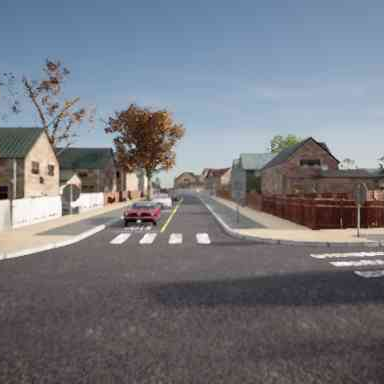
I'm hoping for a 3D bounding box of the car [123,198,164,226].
[{"bbox_3d":[-2.963,1.258,20.392,1.895,1.301,4.718,0,1,-2],"label":"car"}]

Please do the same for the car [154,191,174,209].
[{"bbox_3d":[-3.098,0.949,33.969,1.812,1.442,4.674,0,1,0],"label":"car"}]

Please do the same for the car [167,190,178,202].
[{"bbox_3d":[-3.169,0.521,48.930,2.097,1.767,4.553,0,1,0],"label":"car"}]
